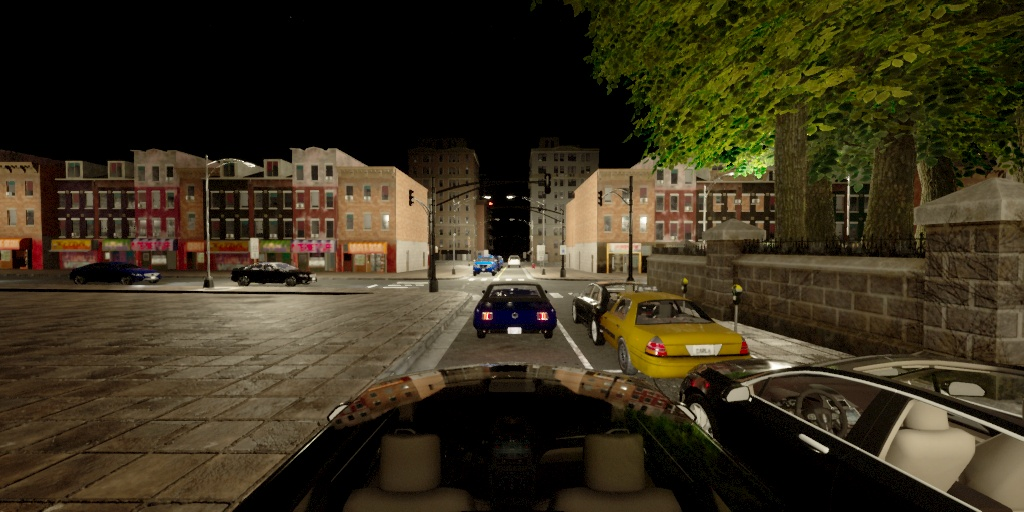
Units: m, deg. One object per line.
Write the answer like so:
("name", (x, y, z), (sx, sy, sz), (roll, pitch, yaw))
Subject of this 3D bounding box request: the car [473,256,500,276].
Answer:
("car", (-2.744, 0.978, 37.265), (2.150, 2.045, 5.566), (0, 0, 0))

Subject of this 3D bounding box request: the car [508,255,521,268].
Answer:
("car", (0.409, 1.006, 63.754), (2.150, 2.045, 5.566), (0, 0, 0))

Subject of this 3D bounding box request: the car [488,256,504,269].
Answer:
("car", (-2.553, 0.999, 58.546), (2.150, 2.045, 5.566), (0, 0, 1))

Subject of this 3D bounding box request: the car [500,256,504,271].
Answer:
("car", (-2.645, 0.988, 47.873), (2.150, 2.045, 5.566), (0, 0, 1))

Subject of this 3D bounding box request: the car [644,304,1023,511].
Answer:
("car", (2.637, 1.300, 2.146), (2.007, 1.370, 4.403), (0, 0, 0))

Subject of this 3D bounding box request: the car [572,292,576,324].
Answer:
("car", (2.662, 1.298, 9.281), (2.007, 1.370, 4.403), (0, 0, 0))

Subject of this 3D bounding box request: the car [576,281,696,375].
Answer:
("car", (2.687, 1.273, 7.307), (1.751, 1.417, 4.829), (0, 0, 0))

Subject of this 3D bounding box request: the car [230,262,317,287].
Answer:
("car", (-15.025, 1.159, 22.748), (4.902, 1.511, 2.128), (1, 1, 0))

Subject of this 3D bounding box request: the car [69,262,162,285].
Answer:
("car", (-25.130, 1.082, 22.772), (4.674, 1.442, 1.812), (1, 1, 0))

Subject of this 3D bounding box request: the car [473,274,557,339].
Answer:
("car", (0.076, 1.348, 10.086), (1.895, 1.301, 4.718), (0, 0, 0))
